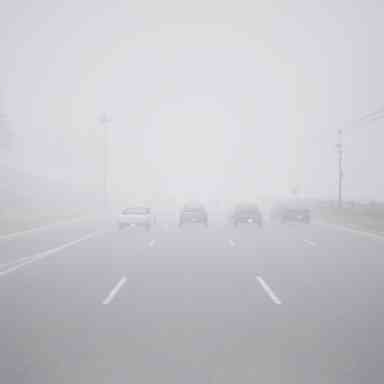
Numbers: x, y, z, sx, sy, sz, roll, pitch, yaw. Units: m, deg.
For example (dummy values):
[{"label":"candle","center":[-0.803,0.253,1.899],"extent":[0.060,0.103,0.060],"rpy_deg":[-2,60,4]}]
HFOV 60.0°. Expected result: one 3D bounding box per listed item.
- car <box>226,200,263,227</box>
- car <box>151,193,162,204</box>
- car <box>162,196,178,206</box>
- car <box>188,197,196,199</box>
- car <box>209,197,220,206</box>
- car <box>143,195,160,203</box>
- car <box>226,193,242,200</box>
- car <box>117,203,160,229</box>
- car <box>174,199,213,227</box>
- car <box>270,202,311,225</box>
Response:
[{"label":"car","center":[3.598,1.511,22.994],"extent":[1.837,1.490,4.892],"rpy_deg":[0,0,0]},{"label":"car","center":[-7.006,1.264,65.496],"extent":[2.150,2.045,5.566],"rpy_deg":[0,0,0]},{"label":"car","center":[-3.505,1.520,55.017],"extent":[1.837,1.490,4.892],"rpy_deg":[0,0,0]},{"label":"car","center":[-0.005,1.541,55.433],"extent":[1.812,1.442,4.674],"rpy_deg":[0,0,0]},{"label":"car","center":[3.495,1.579,55.434],"extent":[1.994,1.385,4.181],"rpy_deg":[0,0,0]},{"label":"car","center":[-7.005,1.579,55.463],"extent":[1.994,1.385,4.181],"rpy_deg":[0,0,0]},{"label":"car","center":[6.995,1.237,55.047],"extent":[2.150,2.045,5.566],"rpy_deg":[0,0,0]},{"label":"car","center":[-3.402,1.607,21.449],"extent":[1.895,1.301,4.718],"rpy_deg":[0,0,0]},{"label":"car","center":[0.097,1.498,22.912],"extent":[2.128,1.511,4.902],"rpy_deg":[0,0,0]},{"label":"car","center":[7.098,1.485,24.520],"extent":[1.882,1.535,5.008],"rpy_deg":[0,0,0]}]
